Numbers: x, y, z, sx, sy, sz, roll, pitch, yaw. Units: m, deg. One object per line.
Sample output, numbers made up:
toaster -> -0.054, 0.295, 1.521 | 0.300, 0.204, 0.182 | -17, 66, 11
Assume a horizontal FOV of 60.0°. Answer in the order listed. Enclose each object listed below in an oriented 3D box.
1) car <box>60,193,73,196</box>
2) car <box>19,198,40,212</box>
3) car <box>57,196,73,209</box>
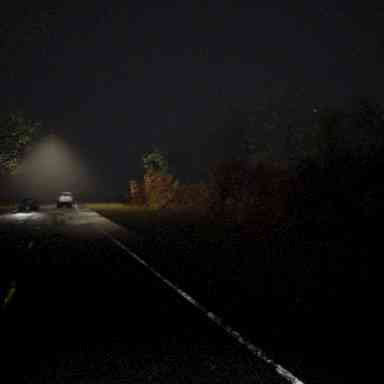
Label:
car -> -23.473, 1.138, 62.167 | 2.150, 2.045, 5.566 | 0, 0, -18
car -> -18.556, 1.458, 38.142 | 2.128, 1.511, 4.902 | 0, 0, -21
car -> -17.361, 1.556, 45.351 | 1.895, 1.301, 4.718 | 0, 0, -21
